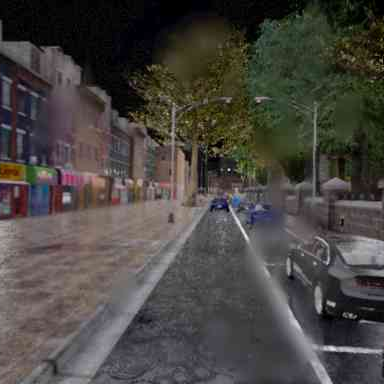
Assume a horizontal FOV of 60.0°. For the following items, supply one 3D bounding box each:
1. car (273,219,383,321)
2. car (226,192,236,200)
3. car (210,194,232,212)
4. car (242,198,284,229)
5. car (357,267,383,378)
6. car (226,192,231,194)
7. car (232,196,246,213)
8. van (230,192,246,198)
[{"bbox_3d":[3.157,1.555,7.067,2.008,1.369,4.403,2,1,5],"label":"car"},{"bbox_3d":[9.585,0.940,82.623,2.192,1.841,5.009,2,0,5],"label":"car"},{"bbox_3d":[2.944,1.258,35.165,1.882,1.535,5.008,1,0,5],"label":"car"},{"bbox_3d":[4.402,1.398,20.569,1.882,1.535,5.008,1,0,5],"label":"car"},{"bbox_3d":[2.727,1.621,1.801,1.802,1.307,4.206,2,1,5],"label":"car"},{"bbox_3d":[8.207,1.208,66.505,1.752,1.417,4.829,2,0,5],"label":"car"},{"bbox_3d":[5.420,1.391,33.757,2.008,1.369,4.403,2,0,5],"label":"car"},{"bbox_3d":[6.351,1.125,44.615,1.690,1.788,3.998,2,0,5],"label":"van"}]
